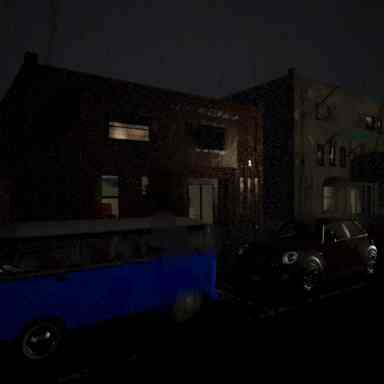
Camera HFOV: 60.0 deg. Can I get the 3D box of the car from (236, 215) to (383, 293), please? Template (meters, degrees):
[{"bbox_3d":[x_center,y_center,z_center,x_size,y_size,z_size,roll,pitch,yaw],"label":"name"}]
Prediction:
[{"bbox_3d":[3.059,1.439,8.764,4.097,1.590,1.967,0,-1,-36],"label":"car"}]

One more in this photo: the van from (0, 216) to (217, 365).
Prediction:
[{"bbox_3d":[-1.452,1.341,5.534,3.998,1.788,1.690,0,-1,-36],"label":"van"}]
